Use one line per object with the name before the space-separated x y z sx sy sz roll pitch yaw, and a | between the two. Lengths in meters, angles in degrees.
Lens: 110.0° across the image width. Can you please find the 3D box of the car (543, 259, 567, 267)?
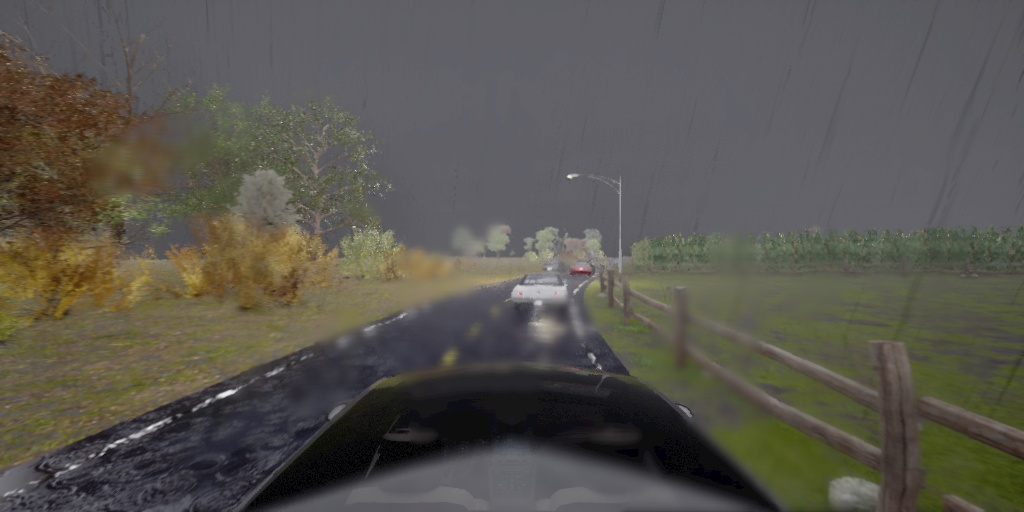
car | 4.476 1.089 37.207 2.128 1.511 4.902 0 0 18

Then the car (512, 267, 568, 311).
car | 1.269 1.306 14.222 1.895 1.301 4.718 0 0 9

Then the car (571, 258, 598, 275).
car | 7.164 1.169 35.866 1.994 1.385 4.181 0 0 18
